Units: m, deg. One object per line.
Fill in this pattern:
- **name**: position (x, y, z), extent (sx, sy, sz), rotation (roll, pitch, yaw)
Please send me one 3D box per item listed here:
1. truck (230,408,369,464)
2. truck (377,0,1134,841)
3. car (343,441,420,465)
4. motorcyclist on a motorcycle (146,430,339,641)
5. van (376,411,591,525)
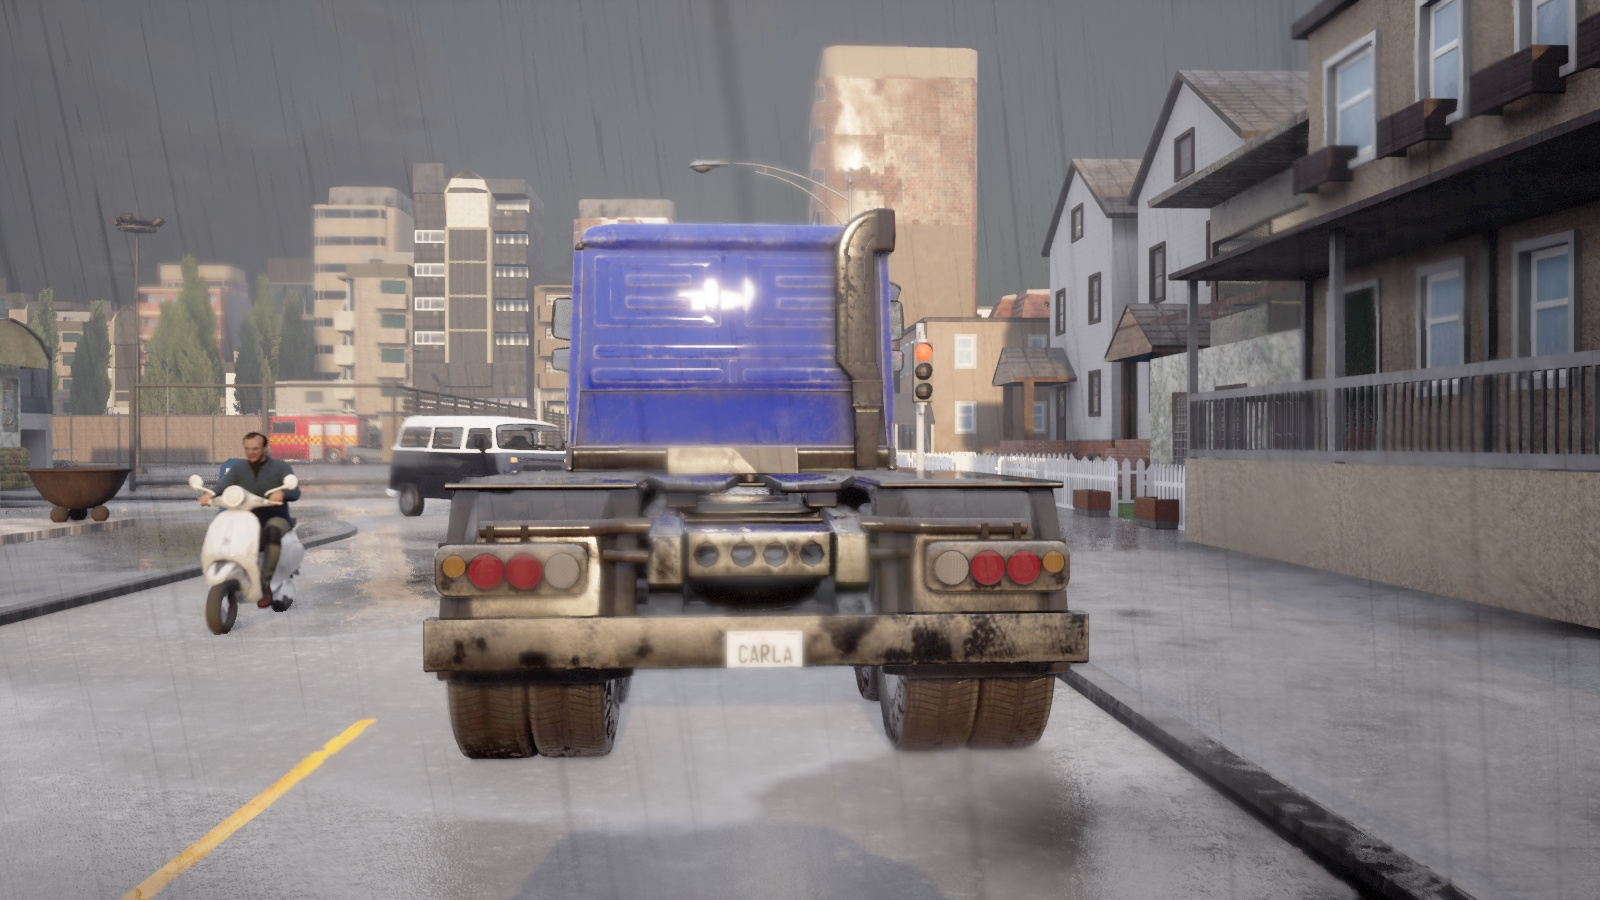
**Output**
- **truck**: position (-34.798, -0.940, 87.533), extent (8.468, 3.827, 2.891), rotation (0, 0, -3)
- **truck**: position (-0.432, -0.285, 8.765), extent (2.891, 3.462, 7.936), rotation (0, 0, -4)
- **car**: position (-27.921, 0.197, 83.916), extent (4.514, 1.525, 2.007), rotation (0, 0, -3)
- **motorcyclist on a motorcycle**: position (-4.542, 0.638, 10.393), extent (0.866, 1.590, 1.817), rotation (0, 0, -3)
- **van**: position (-6.323, 0.323, 24.782), extent (2.069, 2.038, 4.480), rotation (2, -1, -45)
